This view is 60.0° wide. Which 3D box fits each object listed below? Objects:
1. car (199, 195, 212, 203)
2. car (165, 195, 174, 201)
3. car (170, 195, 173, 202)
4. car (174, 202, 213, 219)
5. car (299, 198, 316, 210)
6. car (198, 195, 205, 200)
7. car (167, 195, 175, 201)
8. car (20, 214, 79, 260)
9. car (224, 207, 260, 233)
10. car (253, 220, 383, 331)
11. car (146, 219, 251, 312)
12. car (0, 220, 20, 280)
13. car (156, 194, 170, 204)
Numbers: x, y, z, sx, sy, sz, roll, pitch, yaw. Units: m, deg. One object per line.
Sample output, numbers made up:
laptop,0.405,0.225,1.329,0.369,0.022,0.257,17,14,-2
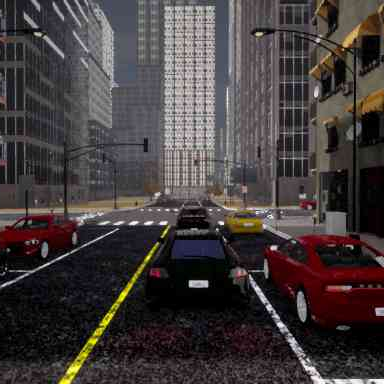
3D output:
car,2.718,1.438,61.468,1.967,1.590,4.097,-1,0,0
car,-5.648,1.525,83.543,1.752,1.417,4.829,-1,0,0
car,-5.659,1.313,67.034,2.192,1.841,5.009,-1,0,0
car,0.088,1.503,17.763,1.837,1.490,4.892,0,0,-1
car,14.274,1.256,37.060,4.507,1.381,1.887,-1,1,0
car,2.741,1.582,94.826,1.802,1.307,4.206,-1,0,0
car,-5.643,1.544,89.272,1.887,1.381,4.507,-1,0,0
car,-5.691,1.543,12.438,1.887,1.381,4.507,-1,0,0
car,2.693,1.523,18.112,1.752,1.417,4.829,-1,0,0
car,2.686,1.544,6.895,1.887,1.381,4.507,-1,0,0
car,0.108,1.563,7.778,1.994,1.385,4.181,0,0,0
car,-5.696,1.439,6.914,1.967,1.590,4.097,-1,0,0
car,-5.660,1.542,61.474,1.887,1.381,4.507,-1,0,0
